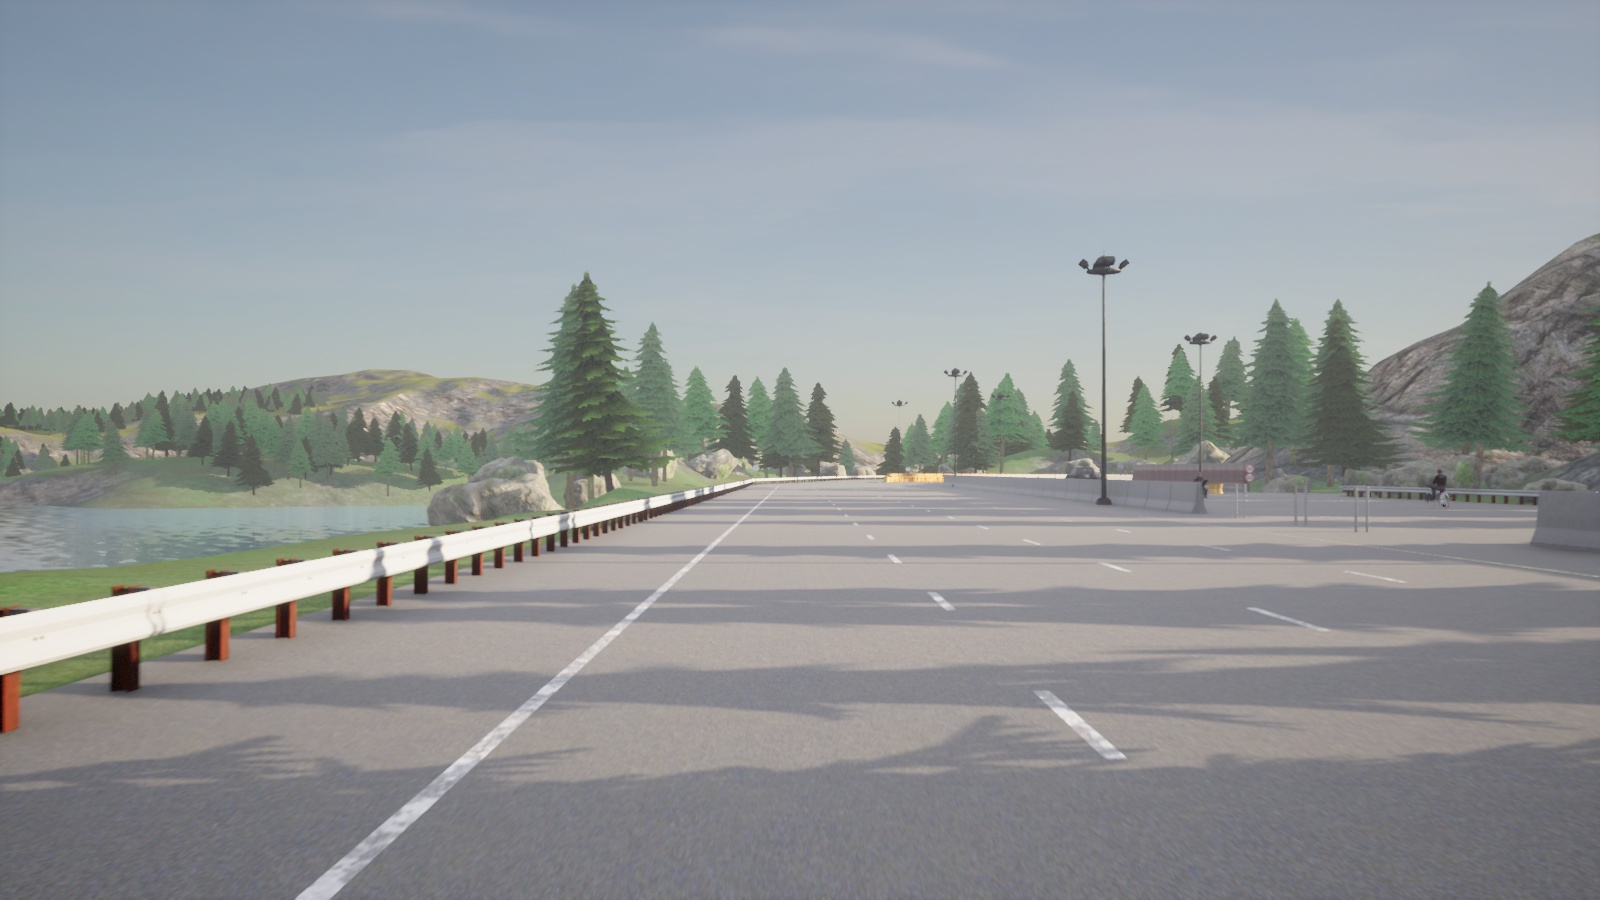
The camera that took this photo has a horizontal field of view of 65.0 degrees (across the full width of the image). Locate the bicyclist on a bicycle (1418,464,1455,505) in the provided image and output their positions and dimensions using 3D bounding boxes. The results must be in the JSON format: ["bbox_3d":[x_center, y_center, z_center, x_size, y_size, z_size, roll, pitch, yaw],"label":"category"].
[{"bbox_3d":[27.871,1.494,54.971,0.659,1.776,1.843,0,-1,0],"label":"bicyclist on a bicycle"}]
